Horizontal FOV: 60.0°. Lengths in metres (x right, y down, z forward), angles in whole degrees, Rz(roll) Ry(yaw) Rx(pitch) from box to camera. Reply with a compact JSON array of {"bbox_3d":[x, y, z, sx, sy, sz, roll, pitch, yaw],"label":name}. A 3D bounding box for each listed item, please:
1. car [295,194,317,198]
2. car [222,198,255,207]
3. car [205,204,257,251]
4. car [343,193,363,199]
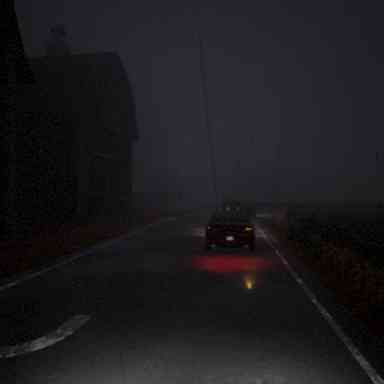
[{"bbox_3d":[26.910,1.307,77.177,4.605,1.855,1.932,0,0,9],"label":"car"},{"bbox_3d":[3.897,1.363,28.181,2.097,1.767,4.553,0,0,29],"label":"car"},{"bbox_3d":[1.614,1.482,14.164,1.882,1.535,5.008,0,0,7],"label":"car"},{"bbox_3d":[41.634,1.310,85.097,3.866,1.878,1.905,0,0,9],"label":"car"}]
